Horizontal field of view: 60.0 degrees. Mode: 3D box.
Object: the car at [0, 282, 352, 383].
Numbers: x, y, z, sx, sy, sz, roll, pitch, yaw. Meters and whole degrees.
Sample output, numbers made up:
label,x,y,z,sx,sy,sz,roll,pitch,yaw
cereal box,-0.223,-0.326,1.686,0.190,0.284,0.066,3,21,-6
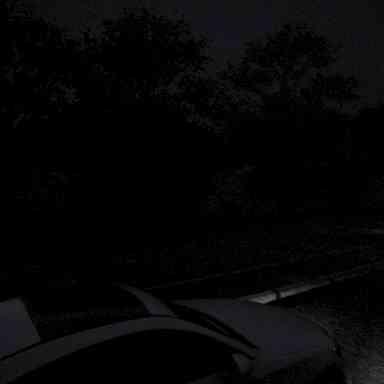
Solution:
label,x,y,z,sx,sy,sz,roll,pitch,yaw
car,-0.632,1.525,2.681,4.674,1.442,1.812,0,0,-36
